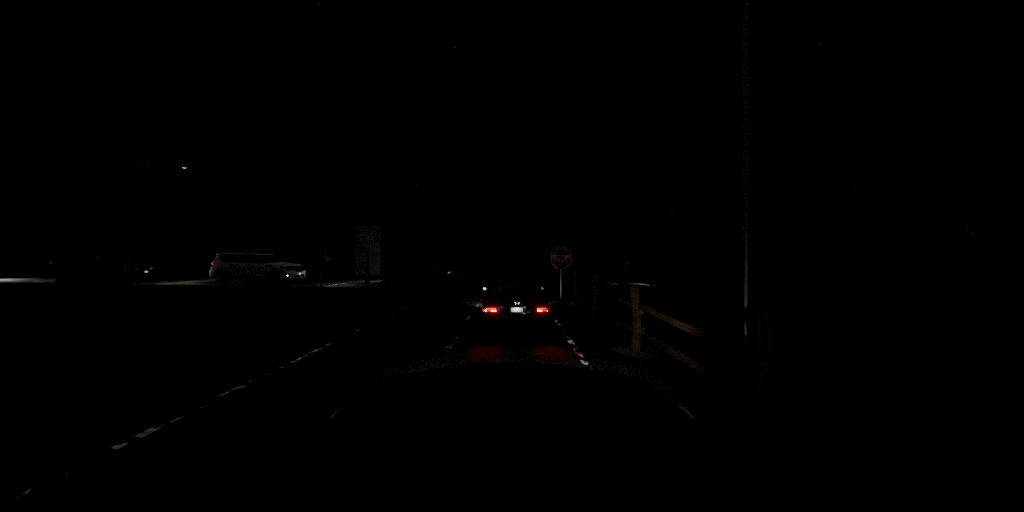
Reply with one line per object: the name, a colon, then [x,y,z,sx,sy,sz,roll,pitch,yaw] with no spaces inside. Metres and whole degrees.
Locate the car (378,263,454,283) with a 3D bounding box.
car: [-7.028,1.222,26.687,5.357,1.411,2.033,1,0,1]

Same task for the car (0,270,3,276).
car: [-37.251,0.873,24.020,4.181,1.385,1.994,1,0,1]

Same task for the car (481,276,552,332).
car: [0.060,1.297,10.844,2.033,1.411,5.357,0,0,-1]

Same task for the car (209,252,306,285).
car: [-16.816,0.789,23.816,5.566,2.045,2.150,1,0,1]

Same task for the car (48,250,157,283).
car: [-27.181,0.658,23.914,5.566,2.045,2.150,1,0,-1]

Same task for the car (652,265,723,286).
car: [12.944,1.414,26.505,4.892,1.490,1.837,0,0,1]
